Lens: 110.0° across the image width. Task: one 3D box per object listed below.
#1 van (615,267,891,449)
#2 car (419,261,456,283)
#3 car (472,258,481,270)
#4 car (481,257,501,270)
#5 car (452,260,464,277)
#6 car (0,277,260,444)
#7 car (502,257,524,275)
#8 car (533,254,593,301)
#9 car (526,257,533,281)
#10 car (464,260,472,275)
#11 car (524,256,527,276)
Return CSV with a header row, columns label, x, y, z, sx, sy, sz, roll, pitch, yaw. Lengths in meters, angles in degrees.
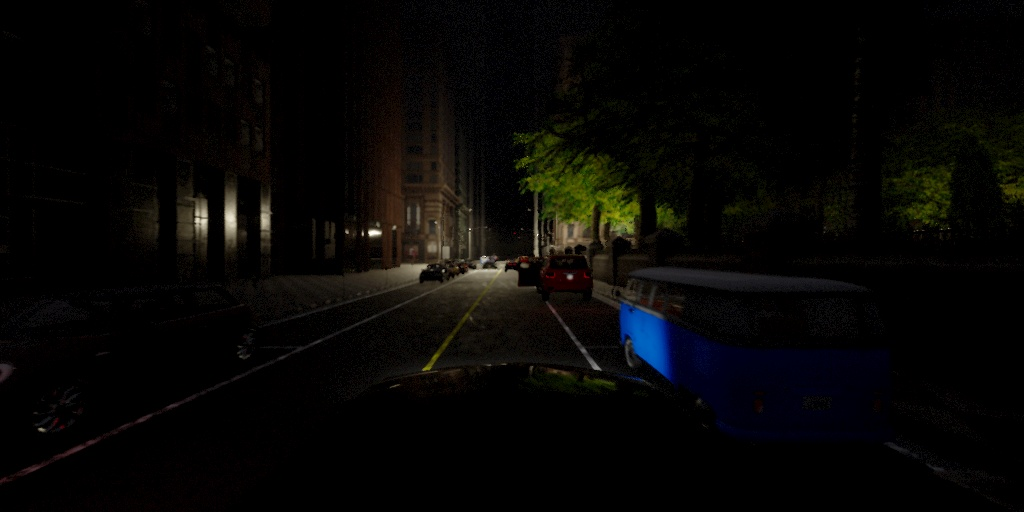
label,x,y,z,sx,sy,sz,roll,pitch,yaw
van,2.761,1.087,5.096,1.690,1.789,3.998,0,0,0
car,-5.772,1.260,27.180,2.007,1.370,4.403,0,0,0
car,-5.780,1.215,49.277,1.948,1.339,4.313,0,0,0
car,-3.051,1.211,50.370,1.994,1.385,4.181,0,0,1
car,-5.774,1.223,32.534,1.751,1.417,4.829,0,0,0
car,-5.764,1.186,5.082,1.967,1.591,4.097,0,0,0
car,0.049,1.160,43.527,2.128,1.511,4.902,0,0,0
car,2.389,0.949,17.445,2.150,2.045,5.566,0,0,0
car,2.751,1.013,32.719,2.192,1.841,5.009,0,0,0
car,-5.776,1.122,38.229,1.967,1.591,4.097,0,0,0
car,2.749,0.998,38.243,2.192,1.841,5.009,0,0,0
